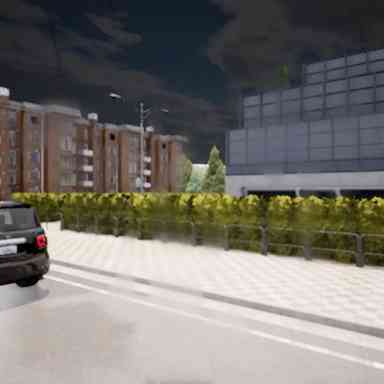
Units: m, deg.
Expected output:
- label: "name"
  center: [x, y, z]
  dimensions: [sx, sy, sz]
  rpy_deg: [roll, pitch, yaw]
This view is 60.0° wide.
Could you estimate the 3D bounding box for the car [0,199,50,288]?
- label: "car"
  center: [-5.671, 1.194, 7.982]
  dimensions: [5.566, 2.045, 2.150]
  rpy_deg: [0, 0, 36]
